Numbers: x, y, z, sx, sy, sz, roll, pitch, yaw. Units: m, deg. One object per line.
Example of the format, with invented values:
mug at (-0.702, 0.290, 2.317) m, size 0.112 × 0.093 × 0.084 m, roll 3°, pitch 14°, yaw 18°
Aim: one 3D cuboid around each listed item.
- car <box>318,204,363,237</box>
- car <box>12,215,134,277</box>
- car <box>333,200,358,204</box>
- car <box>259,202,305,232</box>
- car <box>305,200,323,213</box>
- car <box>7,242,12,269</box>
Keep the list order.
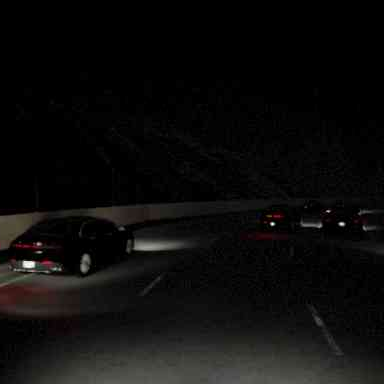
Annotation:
car at (8.413, 1.598, 18.572) m, size 1.994 × 1.385 × 4.181 m, roll 0°, pitch 0°, yaw 25°
car at (-3.361, 1.481, 10.281) m, size 1.837 × 1.490 × 4.892 m, roll 0°, pitch 0°, yaw 12°
car at (16.315, 1.558, 35.252) m, size 2.128 × 1.511 × 4.902 m, roll 0°, pitch 0°, yaw 41°
car at (5.523, 1.522, 20.581) m, size 1.837 × 1.490 × 4.892 m, roll 0°, pitch 0°, yaw 26°
car at (13.768, 1.616, 37.802) m, size 1.994 × 1.385 × 4.181 m, roll 0°, pitch 0°, yaw 42°
car at (-4.434, 1.198, 3.027) m, size 2.150 × 2.045 × 5.566 m, roll 0°, pitch 0°, yaw 4°
